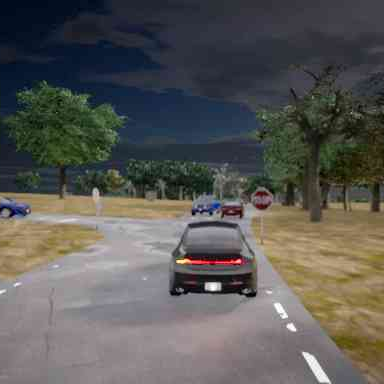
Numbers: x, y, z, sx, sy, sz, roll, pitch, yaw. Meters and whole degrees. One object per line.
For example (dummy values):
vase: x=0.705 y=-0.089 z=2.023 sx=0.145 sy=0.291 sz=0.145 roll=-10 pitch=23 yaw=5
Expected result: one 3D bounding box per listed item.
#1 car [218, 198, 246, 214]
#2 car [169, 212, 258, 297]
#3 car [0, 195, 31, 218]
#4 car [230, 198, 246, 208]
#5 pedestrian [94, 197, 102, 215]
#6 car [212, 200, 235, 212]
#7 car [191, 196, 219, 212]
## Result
car: x=4.019 y=1.607 z=31.738 sx=1.882 sy=1.535 sz=5.008 roll=0 pitch=-1 yaw=13
car: x=0.532 y=1.497 z=8.553 sx=1.837 sy=1.490 sz=4.892 roll=0 pitch=0 yaw=3
car: x=-13.564 y=0.897 z=22.747 sx=5.008 sy=1.535 sz=1.882 roll=2 pitch=-1 yaw=6
car: x=8.072 y=1.868 z=57.742 sx=2.097 sy=1.767 sz=4.553 roll=0 pitch=-1 yaw=16
pedestrian: x=-8.086 y=1.055 z=28.478 sx=0.375 sy=1.860 sz=0.375 roll=0 pitch=-4 yaw=7
car: x=4.412 y=1.878 z=45.372 sx=2.033 sy=1.411 sz=5.357 roll=0 pitch=-1 yaw=17
car: x=1.528 y=1.401 z=35.092 sx=2.150 sy=2.045 sz=5.566 roll=0 pitch=-1 yaw=15
